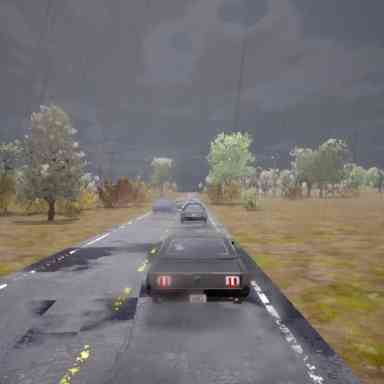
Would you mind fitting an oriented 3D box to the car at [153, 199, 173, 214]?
[{"bbox_3d":[-3.024,1.469,35.366,1.882,1.535,5.008,0,0,0],"label":"car"}]

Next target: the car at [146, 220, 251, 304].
[{"bbox_3d":[0.116,1.602,8.114,1.895,1.301,4.718,0,0,0],"label":"car"}]

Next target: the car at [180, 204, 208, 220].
[{"bbox_3d":[0.153,1.560,25.323,1.994,1.385,4.181,0,0,0],"label":"car"}]
